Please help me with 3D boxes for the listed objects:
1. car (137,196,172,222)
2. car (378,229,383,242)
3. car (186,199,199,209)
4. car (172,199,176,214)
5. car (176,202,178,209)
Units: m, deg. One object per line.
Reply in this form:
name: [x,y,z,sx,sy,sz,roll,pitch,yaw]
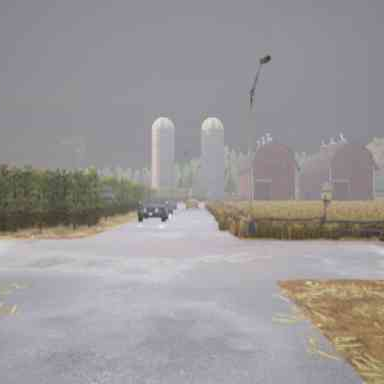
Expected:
car: [-3.156,1.360,28.057,2.150,2.045,5.566,0,-1,0]
car: [11.085,1.751,14.290,5.357,1.411,2.033,0,0,-1]
car: [0.067,1.799,50.741,1.882,1.535,5.008,0,0,0]
car: [-3.151,1.801,38.016,1.994,1.385,4.181,0,0,-1]
car: [-3.107,1.799,48.127,2.128,1.511,4.902,0,0,0]
